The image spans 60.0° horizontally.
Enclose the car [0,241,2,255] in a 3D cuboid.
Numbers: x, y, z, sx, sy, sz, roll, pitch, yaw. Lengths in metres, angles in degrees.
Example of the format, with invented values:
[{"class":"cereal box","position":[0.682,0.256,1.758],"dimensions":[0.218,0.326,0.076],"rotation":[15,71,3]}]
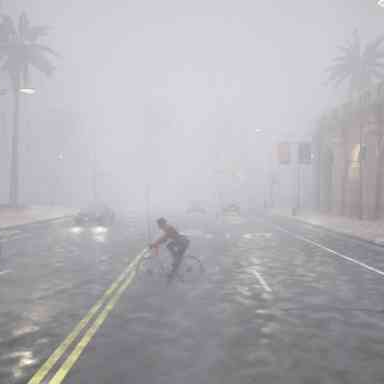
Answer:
[{"class":"car","position":[-7.066,1.563,8.938],"dimensions":[1.994,1.385,4.181],"rotation":[0,0,0]}]

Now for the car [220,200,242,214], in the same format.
[{"class":"car","position":[3.970,1.526,34.847],"dimensions":[1.812,1.442,4.674],"rotation":[0,0,2]}]

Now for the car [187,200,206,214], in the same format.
[{"class":"car","position":[0.436,1.547,34.867],"dimensions":[2.033,1.411,5.357],"rotation":[0,0,1]}]

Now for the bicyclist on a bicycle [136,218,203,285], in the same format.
[{"class":"bicyclist on a bicycle","position":[-0.561,1.454,8.121],"dimensions":[1.656,1.620,0.582],"rotation":[-2,0,0]}]

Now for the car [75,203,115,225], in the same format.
[{"class":"car","position":[-6.826,1.525,23.969],"dimensions":[1.812,1.442,4.674],"rotation":[0,0,1]}]
